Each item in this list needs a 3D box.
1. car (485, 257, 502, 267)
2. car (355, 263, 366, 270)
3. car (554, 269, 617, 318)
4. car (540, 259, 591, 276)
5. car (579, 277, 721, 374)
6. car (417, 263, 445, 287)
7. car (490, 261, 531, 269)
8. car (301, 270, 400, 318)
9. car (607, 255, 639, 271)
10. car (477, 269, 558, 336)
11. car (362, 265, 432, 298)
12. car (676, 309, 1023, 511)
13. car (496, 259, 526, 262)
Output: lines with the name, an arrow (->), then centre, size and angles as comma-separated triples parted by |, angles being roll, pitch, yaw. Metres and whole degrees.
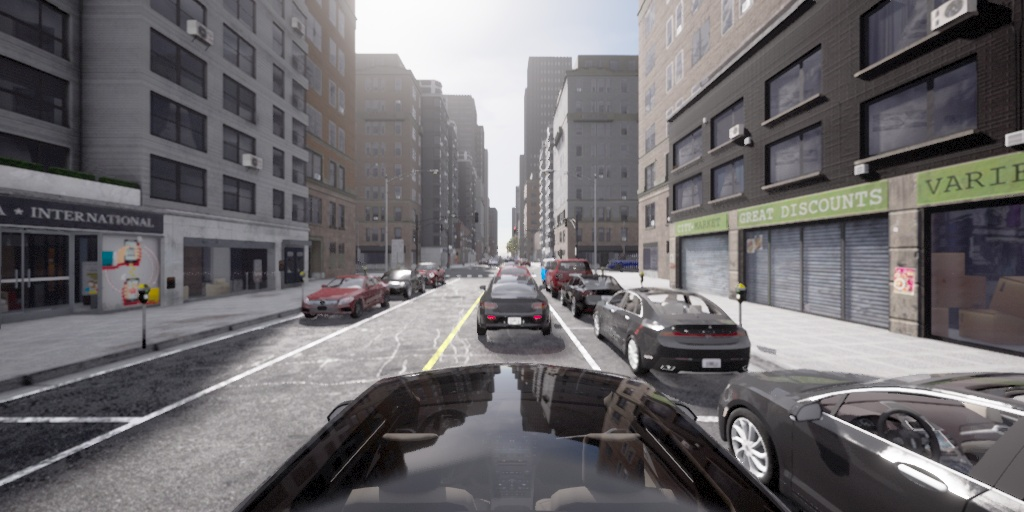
car -> -3.357, 1.301, 65.312 | 2.033, 1.411, 5.357 | 0, 0, -1
car -> -20.392, 1.247, 43.759 | 4.902, 1.511, 2.128 | 0, 0, 0
car -> 2.846, 1.312, 12.829 | 1.948, 1.339, 4.313 | 0, 0, 0
car -> 2.839, 1.059, 18.353 | 2.192, 1.841, 5.009 | 0, 0, 0
car -> 2.852, 1.299, 7.306 | 2.007, 1.370, 4.403 | 0, 0, 0
car -> -5.694, 1.183, 23.861 | 1.967, 1.591, 4.097 | 0, 0, 0
car -> 0.079, 1.223, 17.884 | 1.882, 1.535, 5.008 | 0, 0, 0
car -> -5.680, 1.328, 12.811 | 1.802, 1.307, 4.207 | 0, 0, 0
car -> 15.514, 0.944, 47.448 | 5.566, 2.045, 2.150 | 0, 0, 0
car -> 0.029, 1.273, 10.258 | 1.812, 1.442, 4.674 | 0, 0, -1
car -> -5.687, 1.311, 18.336 | 1.948, 1.339, 4.313 | 0, 0, 0
car -> 2.859, 1.300, 1.782 | 2.007, 1.370, 4.403 | 0, 0, 0
car -> 0.032, 1.247, 28.056 | 1.837, 1.490, 4.892 | 0, 0, 2
